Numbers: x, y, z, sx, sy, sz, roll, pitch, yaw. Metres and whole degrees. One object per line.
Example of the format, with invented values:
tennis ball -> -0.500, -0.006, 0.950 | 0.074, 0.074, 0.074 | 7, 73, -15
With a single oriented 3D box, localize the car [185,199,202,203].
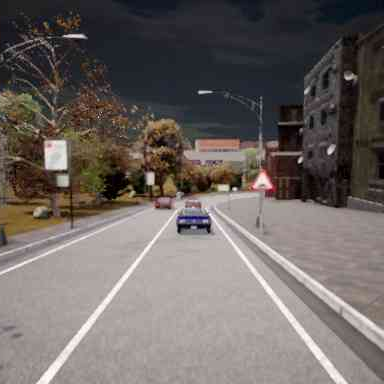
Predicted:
car -> 0.179, 1.459, 37.408 | 1.812, 1.442, 4.674 | 0, 0, 1

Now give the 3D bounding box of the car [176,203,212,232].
car -> 0.103, 1.565, 19.624 | 1.895, 1.301, 4.718 | 0, 0, 0

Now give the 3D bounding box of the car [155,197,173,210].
car -> -3.384, 1.399, 40.760 | 1.882, 1.535, 5.008 | 0, 0, 2

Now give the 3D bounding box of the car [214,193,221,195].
car -> 5.504, 0.345, 80.301 | 1.895, 1.301, 4.718 | 3, 3, 25
